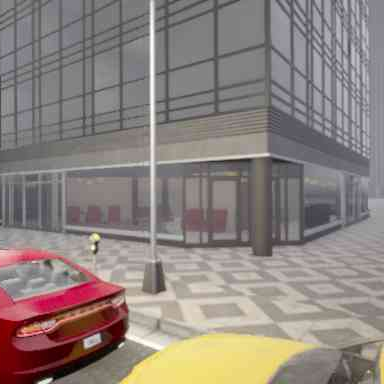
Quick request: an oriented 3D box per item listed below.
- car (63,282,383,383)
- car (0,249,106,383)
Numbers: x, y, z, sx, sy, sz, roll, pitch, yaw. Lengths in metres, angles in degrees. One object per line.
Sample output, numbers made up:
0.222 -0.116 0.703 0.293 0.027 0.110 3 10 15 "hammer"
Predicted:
1.485 1.524 1.912 4.829 1.417 1.752 0 0 35 "car"
-2.945 1.551 5.057 4.507 1.381 1.887 0 0 35 "car"
